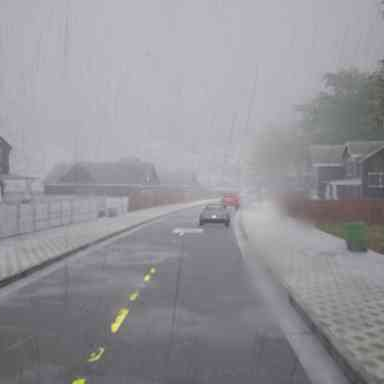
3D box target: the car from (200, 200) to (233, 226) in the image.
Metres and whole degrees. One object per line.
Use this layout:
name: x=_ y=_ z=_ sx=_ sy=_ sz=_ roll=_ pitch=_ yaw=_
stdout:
car: x=1.635 y=1.509 z=23.022 sx=1.994 sy=1.385 sz=4.181 roll=0 pitch=0 yaw=7

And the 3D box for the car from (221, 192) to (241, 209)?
car: x=4.990 y=1.056 z=42.505 sx=2.150 sy=2.045 sz=5.566 roll=1 pitch=1 yaw=12
